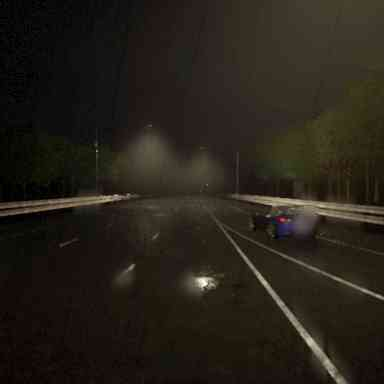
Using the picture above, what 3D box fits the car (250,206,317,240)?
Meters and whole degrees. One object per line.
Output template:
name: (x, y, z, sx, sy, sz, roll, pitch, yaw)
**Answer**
car: (4.330, 1.389, 16.338, 2.163, 1.488, 4.792, 0, 0, -7)
